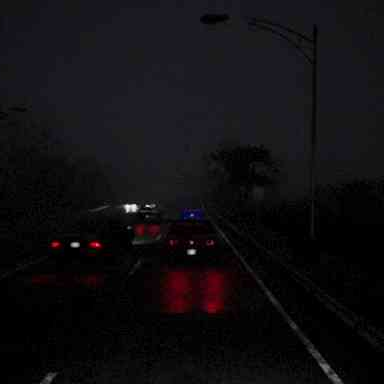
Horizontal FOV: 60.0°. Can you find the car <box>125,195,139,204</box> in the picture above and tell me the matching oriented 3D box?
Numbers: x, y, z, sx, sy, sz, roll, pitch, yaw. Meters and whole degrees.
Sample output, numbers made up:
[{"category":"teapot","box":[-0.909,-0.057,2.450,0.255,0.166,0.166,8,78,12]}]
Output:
[{"category":"car","box":[-10.596,1.279,59.039,2.128,1.511,4.902,0,2,0]}]

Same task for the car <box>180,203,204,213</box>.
[{"category":"car","box":[0.005,1.729,29.281,1.882,1.535,5.008,0,0,0]}]

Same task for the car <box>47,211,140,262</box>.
[{"category":"car","box":[-3.500,1.656,12.486,2.033,1.411,5.357,0,0,0]}]

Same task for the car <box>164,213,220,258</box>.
[{"category":"car","box":[0.006,1.716,13.225,1.895,1.301,4.718,0,0,0]}]

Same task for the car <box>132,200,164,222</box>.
[{"category":"car","box":[-3.500,1.738,28.536,2.128,1.511,4.902,0,0,0]}]

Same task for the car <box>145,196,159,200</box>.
[{"category":"car","box":[-7.095,1.387,59.070,1.895,1.301,4.718,0,2,1]}]
